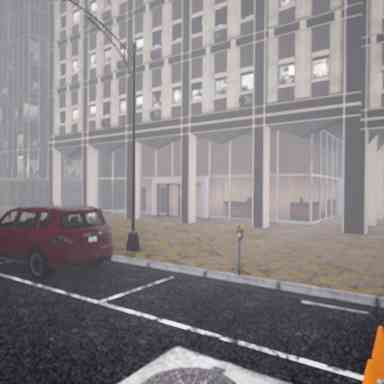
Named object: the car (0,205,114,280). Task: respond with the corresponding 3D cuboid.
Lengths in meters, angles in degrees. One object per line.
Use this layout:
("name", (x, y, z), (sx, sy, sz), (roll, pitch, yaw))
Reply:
("car", (-4.545, 1.312, 10.025), (5.009, 1.841, 2.192), (0, 1, 35))

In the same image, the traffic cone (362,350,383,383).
("traffic cone", (1.764, 1.956, 3.288), (0.340, 0.580, 0.340), (0, 0, 35))

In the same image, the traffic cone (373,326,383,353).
("traffic cone", (2.332, 1.956, 4.110), (0.340, 0.580, 0.340), (0, 0, 35))
